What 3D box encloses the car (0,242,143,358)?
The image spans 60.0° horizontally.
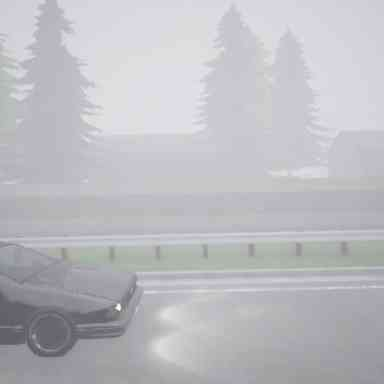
[{"bbox_3d":[-3.561,1.546,5.295,5.357,1.411,2.033,-1,1,-1],"label":"car"}]
